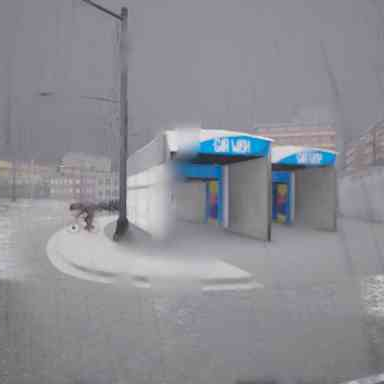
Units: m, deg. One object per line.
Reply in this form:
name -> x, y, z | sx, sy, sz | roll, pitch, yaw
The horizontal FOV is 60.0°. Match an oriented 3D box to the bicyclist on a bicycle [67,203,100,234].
bicyclist on a bicycle -> -5.690, 1.398, 17.499 | 1.656, 1.620, 0.582 | 0, 0, -18

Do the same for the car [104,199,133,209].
car -> -11.339, 1.859, 51.786 | 2.033, 1.411, 5.357 | 0, 0, 17

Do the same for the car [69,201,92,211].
car -> -13.963, 1.797, 42.975 | 1.994, 1.385, 4.181 | 0, 0, 17

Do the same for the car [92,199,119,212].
car -> -10.375, 1.760, 42.761 | 1.837, 1.490, 4.892 | 0, 0, 17
